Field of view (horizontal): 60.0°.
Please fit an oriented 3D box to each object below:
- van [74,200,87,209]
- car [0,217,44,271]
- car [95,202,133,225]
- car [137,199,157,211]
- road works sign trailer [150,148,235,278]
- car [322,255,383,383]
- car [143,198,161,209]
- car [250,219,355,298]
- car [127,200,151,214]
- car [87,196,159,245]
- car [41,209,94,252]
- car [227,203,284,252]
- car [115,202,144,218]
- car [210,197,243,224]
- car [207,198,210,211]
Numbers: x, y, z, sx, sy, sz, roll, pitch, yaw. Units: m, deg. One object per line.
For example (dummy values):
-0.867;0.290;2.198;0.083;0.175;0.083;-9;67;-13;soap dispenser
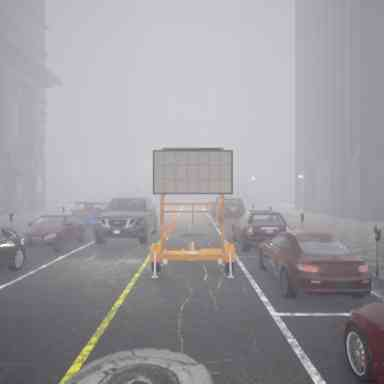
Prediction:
-5.722;1.350;19.516;1.690;1.788;3.998;0;0;0;van
-5.747;1.553;8.242;2.008;1.369;4.403;0;0;0;car
-5.708;1.538;24.982;1.752;1.417;4.829;0;0;0;car
-5.669;1.596;42.062;1.947;1.339;4.313;0;0;0;car
0.023;0.468;10.124;2.380;3.560;2.880;0;0;0;road works sign trailer
2.765;1.583;2.592;1.802;1.307;4.206;0;0;0;car
-5.656;1.588;47.699;2.008;1.369;4.403;0;0;0;car
2.778;1.584;8.228;1.802;1.307;4.206;0;0;0;car
-5.682;1.590;36.426;1.947;1.339;4.313;0;0;0;car
-2.952;1.228;15.925;2.150;2.045;5.566;0;0;1;car
-5.734;1.587;13.880;1.802;1.307;4.206;0;0;0;car
2.791;1.445;13.864;1.967;1.590;4.097;0;0;0;car
-5.695;1.600;30.789;1.802;1.307;4.206;0;0;0;car
2.816;1.328;25.136;2.192;1.841;5.009;0;0;0;car
2.829;1.333;30.772;2.192;1.841;5.009;0;0;0;car
